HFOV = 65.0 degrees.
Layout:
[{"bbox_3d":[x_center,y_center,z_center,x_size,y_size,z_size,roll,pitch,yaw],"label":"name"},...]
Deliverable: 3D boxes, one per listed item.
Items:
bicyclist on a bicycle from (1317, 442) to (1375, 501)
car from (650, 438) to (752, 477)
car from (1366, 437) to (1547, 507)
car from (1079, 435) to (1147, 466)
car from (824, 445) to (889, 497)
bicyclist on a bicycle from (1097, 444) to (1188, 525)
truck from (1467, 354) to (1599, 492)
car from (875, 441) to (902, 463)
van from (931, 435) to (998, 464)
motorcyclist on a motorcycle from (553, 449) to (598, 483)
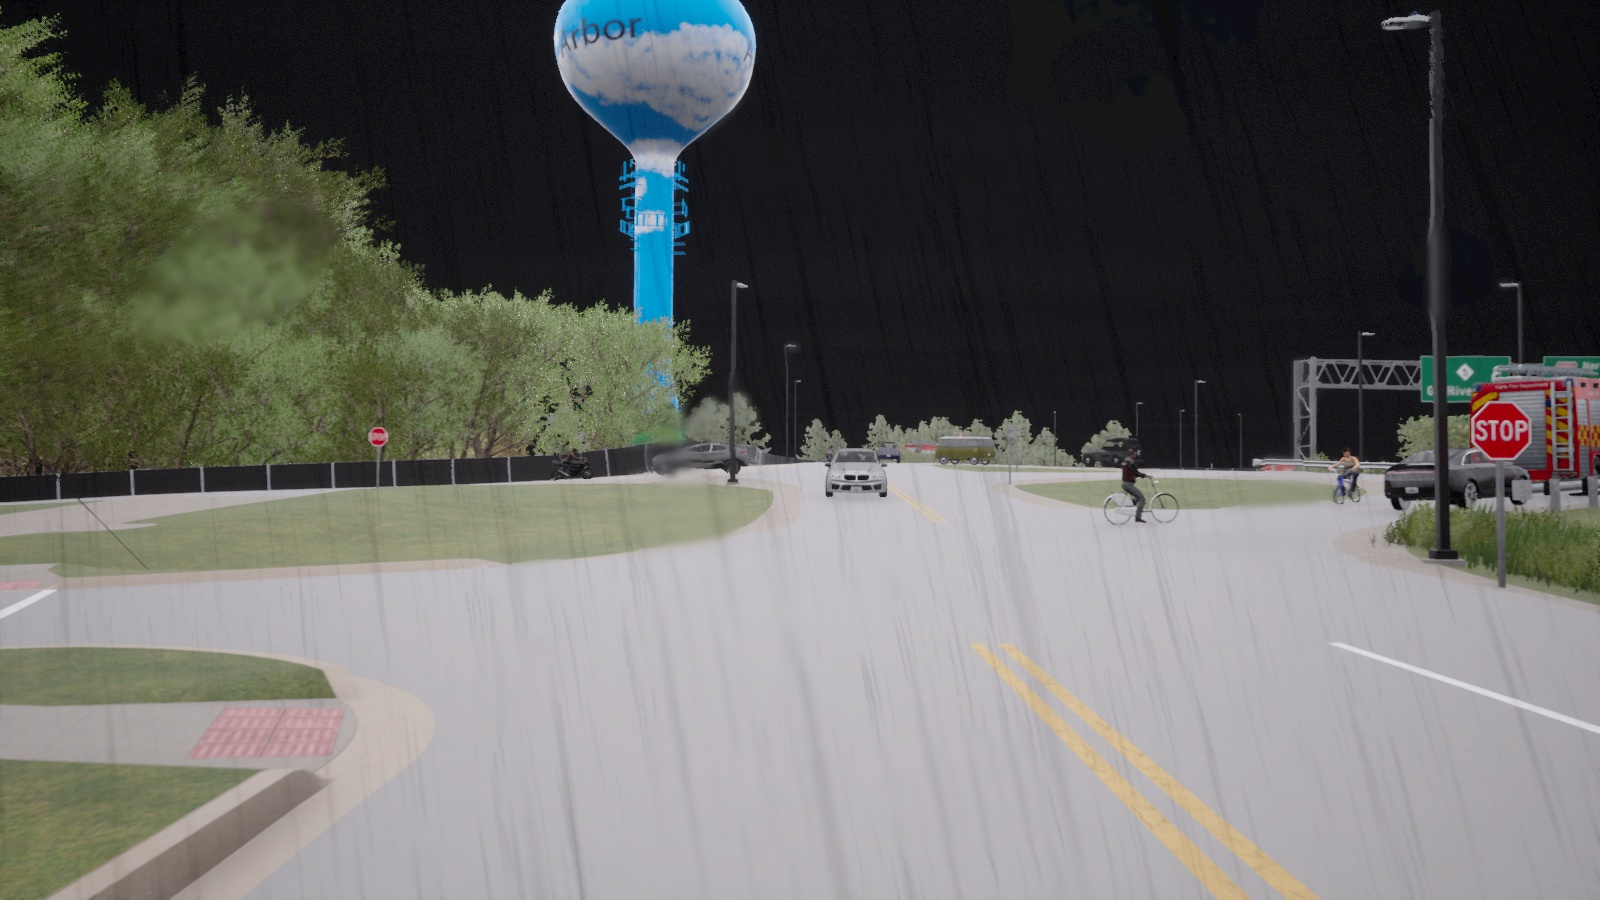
[{"bbox_3d":[15.574,0.615,35.824,1.509,1.612,0.866,-2,-1,-40],"label":"bicyclist on a bicycle"},{"bbox_3d":[-5.025,0.388,64.143,5.027,1.651,2.152,-3,-1,-2],"label":"car"},{"bbox_3d":[16.493,0.530,31.445,4.902,1.511,2.128,-2,-1,-38],"label":"car"},{"bbox_3d":[19.568,0.033,78.668,1.905,1.878,3.866,1,0,-34],"label":"car"},{"bbox_3d":[2.020,0.709,45.504,2.242,1.667,4.611,0,1,2],"label":"car"},{"bbox_3d":[7.996,0.798,29.360,1.843,1.776,0.659,-3,-1,-7],"label":"bicyclist on a bicycle"},{"bbox_3d":[23.887,-0.793,38.670,8.468,3.827,2.891,-2,-1,-41],"label":"truck"},{"bbox_3d":[6.326,0.175,89.934,1.845,1.501,3.633,1,-1,4],"label":"car"},{"bbox_3d":[11.621,-0.035,89.026,4.442,1.987,1.775,0,0,40],"label":"van"},{"bbox_3d":[-10.651,0.768,59.548,2.044,1.523,0.797,-2,-1,-12],"label":"motorcyclist on a motorcycle"}]
